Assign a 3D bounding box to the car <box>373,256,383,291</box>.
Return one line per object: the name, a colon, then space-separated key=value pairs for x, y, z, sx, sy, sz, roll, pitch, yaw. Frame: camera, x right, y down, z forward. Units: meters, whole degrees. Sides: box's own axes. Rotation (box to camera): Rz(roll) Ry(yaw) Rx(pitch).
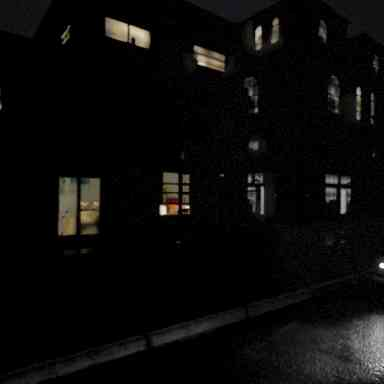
car: x=6.074 y=1.599 z=7.555 sx=4.718 sy=1.301 sz=1.895 roll=0 pitch=0 yaw=-37
